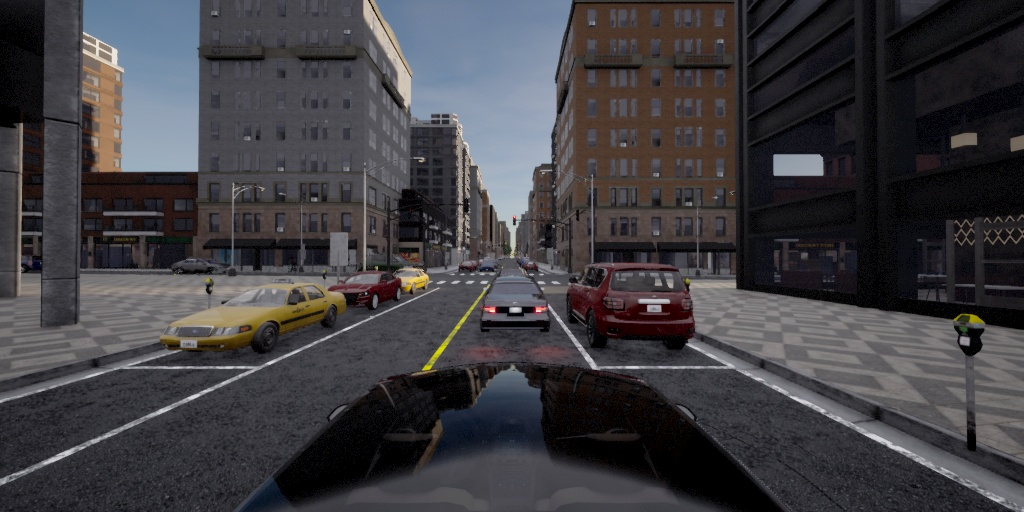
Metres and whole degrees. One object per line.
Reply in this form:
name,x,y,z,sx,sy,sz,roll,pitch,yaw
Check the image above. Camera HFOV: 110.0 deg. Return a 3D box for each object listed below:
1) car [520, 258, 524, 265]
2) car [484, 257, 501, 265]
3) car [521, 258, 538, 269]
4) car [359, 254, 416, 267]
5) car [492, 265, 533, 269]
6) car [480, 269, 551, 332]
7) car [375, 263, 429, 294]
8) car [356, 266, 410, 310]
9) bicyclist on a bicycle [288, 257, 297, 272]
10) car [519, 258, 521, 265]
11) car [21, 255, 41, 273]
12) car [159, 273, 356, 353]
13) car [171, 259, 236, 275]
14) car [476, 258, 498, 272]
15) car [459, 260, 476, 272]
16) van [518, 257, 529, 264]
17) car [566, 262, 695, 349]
car,2.529,1.344,53.043,1.802,1.307,4.207,0,0,0
car,-3.231,1.327,56.652,1.994,1.385,4.181,0,0,0
car,2.545,1.342,47.370,1.802,1.307,4.207,0,0,0
car,-10.309,0.877,30.795,5.566,2.045,2.150,0,-1,10
car,0.019,1.355,20.560,1.895,1.301,4.718,0,0,0
car,0.067,1.299,10.833,2.033,1.411,5.357,0,0,0
car,-5.907,1.279,20.166,1.751,1.417,4.829,0,0,0
car,-5.892,1.297,14.712,1.888,1.381,4.507,0,0,0
bicyclist on a bicycle,-23.110,0.908,37.750,0.582,1.620,1.656,0,0,0
car,2.514,1.346,58.717,1.802,1.307,4.207,0,0,0
car,-47.615,0.703,34.735,4.553,1.767,2.097,1,-1,1
car,-5.876,1.277,8.917,1.751,1.417,4.829,0,0,0
car,-27.004,0.999,31.524,4.902,1.511,2.128,1,-1,0
car,-3.246,1.308,46.796,2.033,1.411,5.357,0,0,-4
car,-5.981,1.305,47.356,1.888,1.381,4.507,0,0,0
van,2.499,1.107,64.390,1.690,1.789,3.998,0,0,0
car,2.649,1.066,9.102,2.192,1.841,5.009,0,0,0
